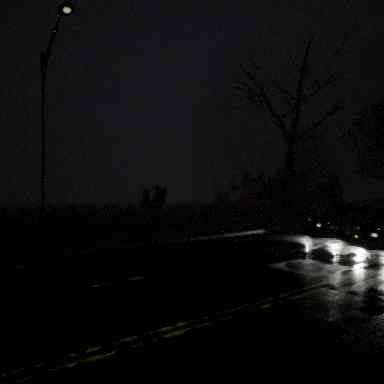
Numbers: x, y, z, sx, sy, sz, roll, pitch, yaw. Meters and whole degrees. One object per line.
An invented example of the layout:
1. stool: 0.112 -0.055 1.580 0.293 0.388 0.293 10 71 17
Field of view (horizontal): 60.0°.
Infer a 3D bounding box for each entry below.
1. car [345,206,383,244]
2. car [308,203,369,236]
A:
1. car: 8.514 1.432 13.702 4.181 1.385 1.994 -1 0 -35
2. car: 8.058 1.359 17.355 4.892 1.490 1.837 0 0 -35
